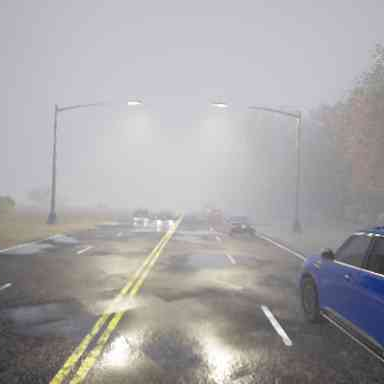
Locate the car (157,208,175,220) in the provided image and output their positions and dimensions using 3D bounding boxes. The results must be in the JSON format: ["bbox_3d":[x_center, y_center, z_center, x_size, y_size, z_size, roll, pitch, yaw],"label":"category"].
[{"bbox_3d":[-3.207,2.719,41.475,1.895,1.301,4.718,2,-1,1],"label":"car"}]

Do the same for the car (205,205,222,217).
[{"bbox_3d":[3.432,3.022,48.420,1.994,1.385,4.181,2,-3,0],"label":"car"}]

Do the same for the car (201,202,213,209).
[{"bbox_3d":[3.596,3.262,70.454,2.150,2.045,5.566,2,-3,0],"label":"car"}]

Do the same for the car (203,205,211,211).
[{"bbox_3d":[3.631,3.850,81.401,1.837,1.490,4.892,0,-2,0],"label":"car"}]

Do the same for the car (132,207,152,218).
[{"bbox_3d":[-6.437,2.638,43.213,1.994,1.385,4.181,2,-2,1],"label":"car"}]

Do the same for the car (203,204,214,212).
[{"bbox_3d":[3.511,3.351,59.431,1.895,1.301,4.718,3,0,0],"label":"car"}]

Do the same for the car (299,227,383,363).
[{"bbox_3d":[3.430,1.532,4.936,2.150,2.045,5.566,2,-2,-1],"label":"car"}]

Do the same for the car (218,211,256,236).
[{"bbox_3d":[3.422,2.406,24.697,2.033,1.411,5.357,1,-1,0],"label":"car"}]
